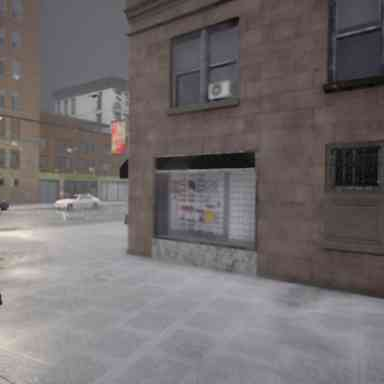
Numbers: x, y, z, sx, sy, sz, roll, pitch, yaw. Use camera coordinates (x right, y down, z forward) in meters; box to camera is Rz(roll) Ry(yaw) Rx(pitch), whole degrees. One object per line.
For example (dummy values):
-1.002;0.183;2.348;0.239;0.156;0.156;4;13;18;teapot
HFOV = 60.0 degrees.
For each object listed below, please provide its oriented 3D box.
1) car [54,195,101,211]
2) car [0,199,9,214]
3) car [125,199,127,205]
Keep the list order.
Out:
-11.070;0.986;32.469;1.812;1.442;4.674;1;1;35;car
-16.388;0.999;24.885;1.837;1.490;4.892;1;1;36;car
-5.868;0.781;39.852;2.097;1.767;4.553;1;1;35;car
